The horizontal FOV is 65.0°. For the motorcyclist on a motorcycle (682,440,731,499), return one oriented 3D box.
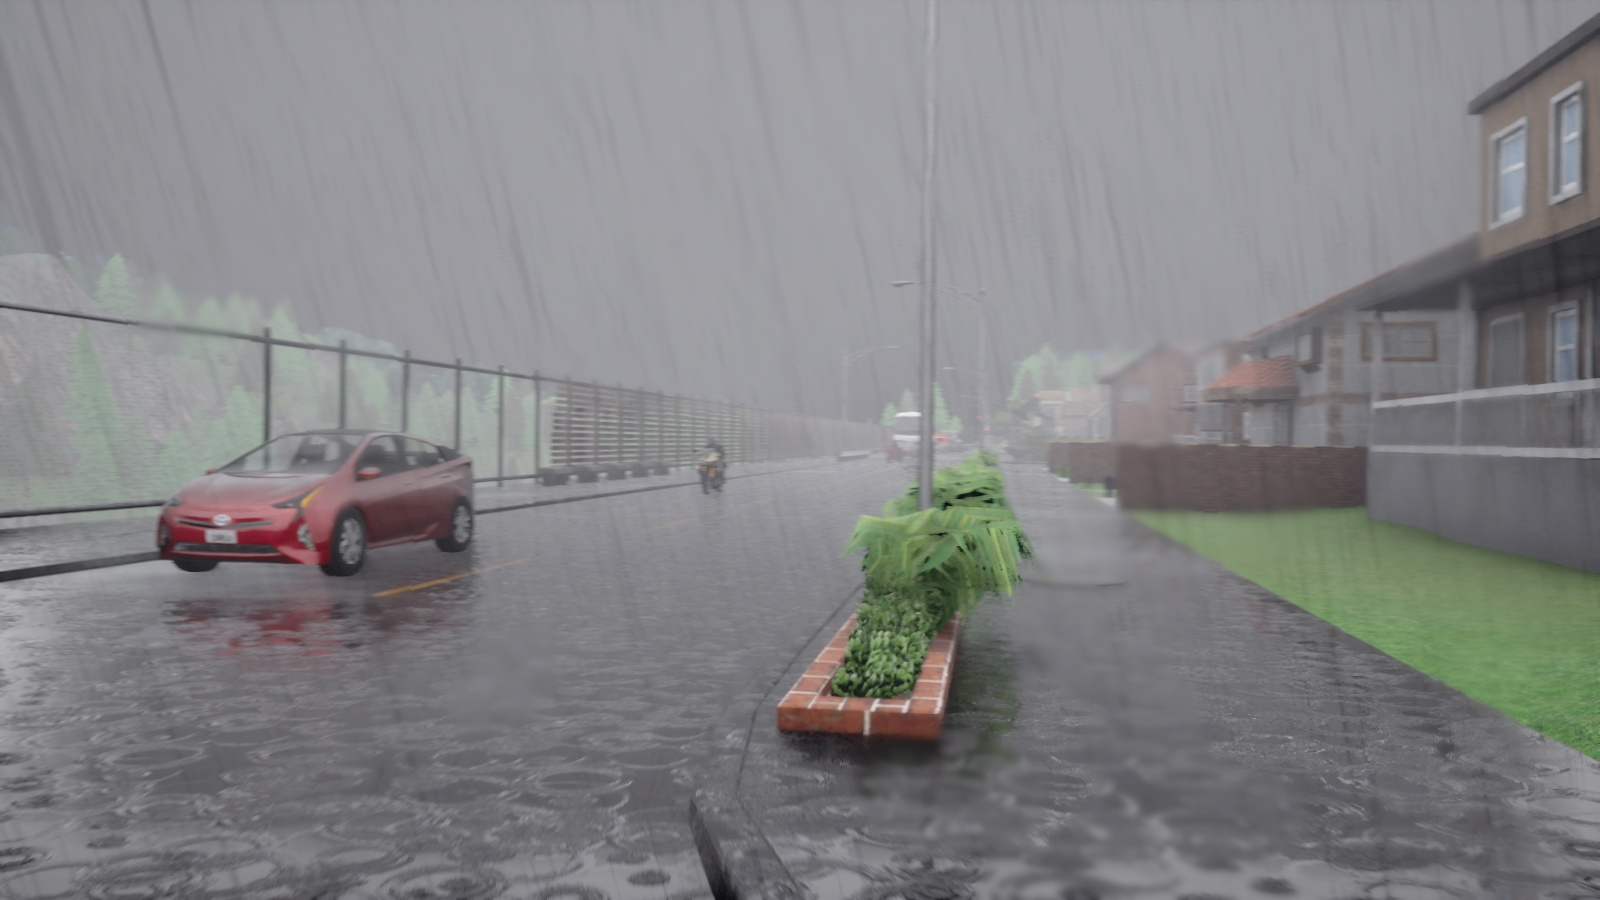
[{"bbox_3d":[-2.492,0.503,33.742,0.866,1.530,2.191,0,0,8],"label":"motorcyclist on a motorcycle"}]

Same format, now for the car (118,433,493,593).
[{"bbox_3d":[-5.361,0.588,14.400,2.007,1.525,4.514,0,0,8],"label":"car"}]

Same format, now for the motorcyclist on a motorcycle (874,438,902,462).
[{"bbox_3d":[5.817,0.006,82.972,0.797,1.523,2.044,3,2,37],"label":"motorcyclist on a motorcycle"}]
